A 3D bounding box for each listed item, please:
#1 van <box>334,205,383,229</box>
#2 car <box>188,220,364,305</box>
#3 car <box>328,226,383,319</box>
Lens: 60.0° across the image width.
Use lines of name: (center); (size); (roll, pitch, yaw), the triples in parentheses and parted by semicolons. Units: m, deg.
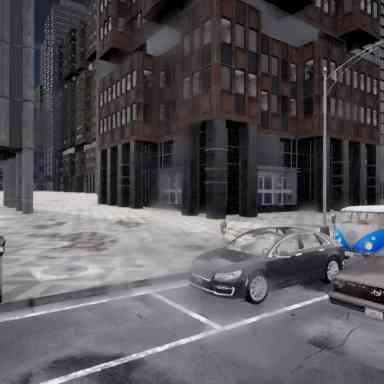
van: (6.445, 1.342, 11.218); (3.998, 1.788, 1.690); (0, 0, -35)
car: (1.939, 1.551, 8.020); (4.403, 1.369, 2.008); (0, 0, -35)
car: (5.075, 1.548, 6.852); (5.357, 1.411, 2.033); (0, 0, -35)
